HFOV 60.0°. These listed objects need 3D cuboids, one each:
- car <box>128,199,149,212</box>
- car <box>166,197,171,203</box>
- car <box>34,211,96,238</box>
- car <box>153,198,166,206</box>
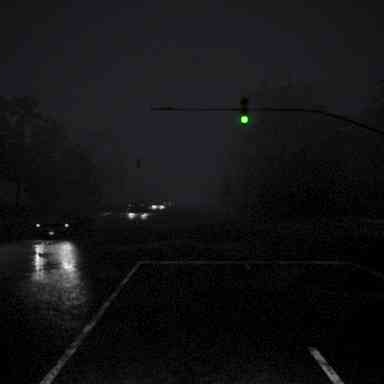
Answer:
[{"bbox_3d":[-6.982,1.695,43.726,2.097,1.767,4.553,0,-1,0],"label":"car"},{"bbox_3d":[-6.960,2.316,93.611,1.837,1.490,4.892,0,-1,0],"label":"car"},{"bbox_3d":[-6.993,1.769,18.797,1.895,1.301,4.718,0,-1,0],"label":"car"},{"bbox_3d":[-6.970,2.200,68.884,1.895,1.301,4.718,0,-1,0],"label":"car"}]
